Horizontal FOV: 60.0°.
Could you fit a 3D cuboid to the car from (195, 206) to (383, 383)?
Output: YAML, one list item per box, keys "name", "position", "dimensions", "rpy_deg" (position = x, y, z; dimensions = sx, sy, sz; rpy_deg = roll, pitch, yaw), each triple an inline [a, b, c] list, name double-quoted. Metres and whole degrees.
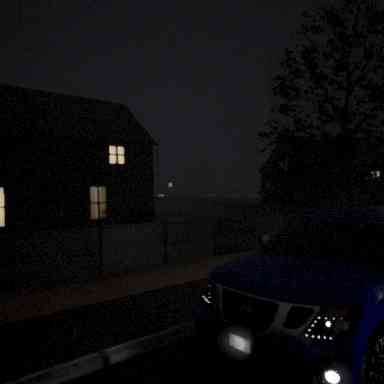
- name: "car"
  position: [2.608, 1.279, 5.380]
  dimensions: [5.566, 2.045, 2.150]
  rpy_deg: [0, -1, -40]
